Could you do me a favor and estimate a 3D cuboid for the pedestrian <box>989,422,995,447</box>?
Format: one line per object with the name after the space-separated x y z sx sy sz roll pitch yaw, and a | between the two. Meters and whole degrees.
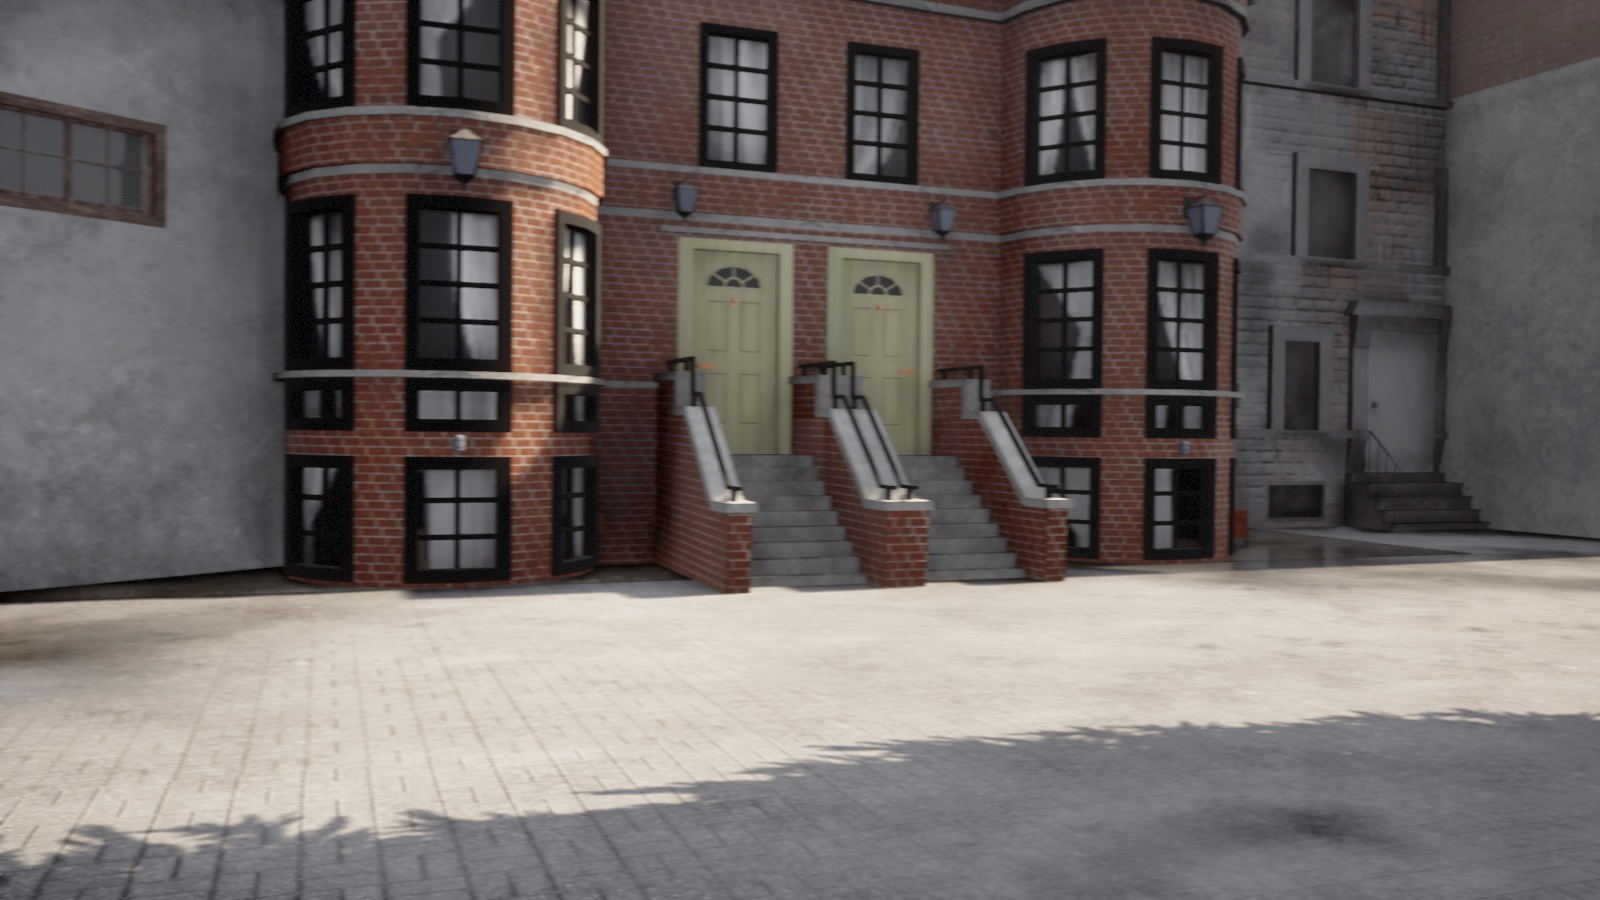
14.288 -1.177 93.461 0.345 1.836 0.594 -1 1 -7 | pedestrian
